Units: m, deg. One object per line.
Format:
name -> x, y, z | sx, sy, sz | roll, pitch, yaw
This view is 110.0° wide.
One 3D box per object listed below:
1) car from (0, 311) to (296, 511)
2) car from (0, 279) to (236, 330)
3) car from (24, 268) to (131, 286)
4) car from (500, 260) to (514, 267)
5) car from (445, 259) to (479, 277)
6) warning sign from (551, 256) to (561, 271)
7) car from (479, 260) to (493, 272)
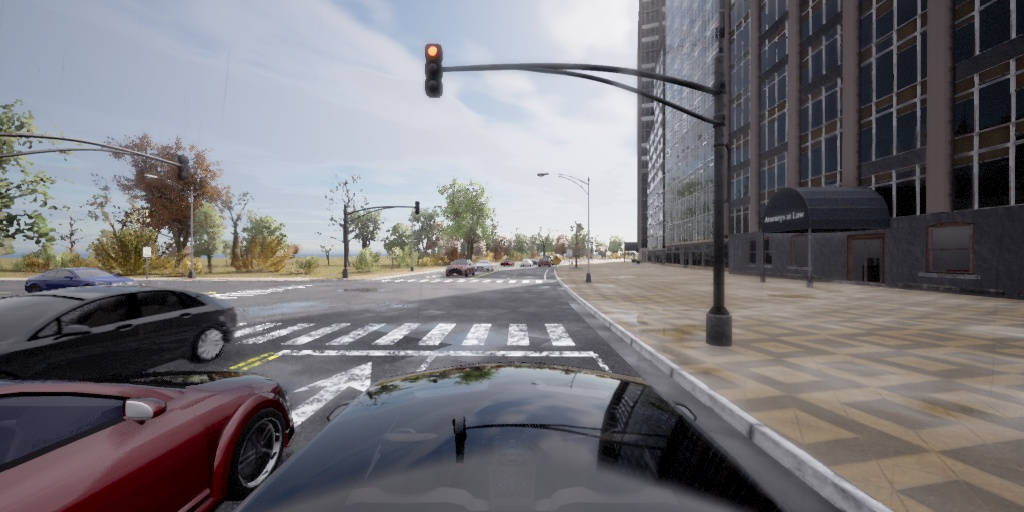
car -> -3.108, 1.314, 1.797 | 1.994, 1.385, 4.181 | 0, 0, 0
car -> -6.540, 1.254, 5.312 | 1.837, 1.490, 4.892 | 0, 0, 1
car -> -21.665, 1.323, 18.076 | 4.674, 1.442, 1.812 | 0, 0, 4
car -> -0.906, 1.356, 65.201 | 1.895, 1.301, 4.718 | 0, 0, 11
car -> -4.974, 1.100, 35.003 | 2.097, 1.767, 4.553 | 0, 0, 6
warning sign -> 5.419, 0.869, 43.943 | 1.300, 1.860, 1.060 | 0, 0, 7
car -> -3.680, 1.275, 46.972 | 1.812, 1.442, 4.674 | 0, 0, 7
